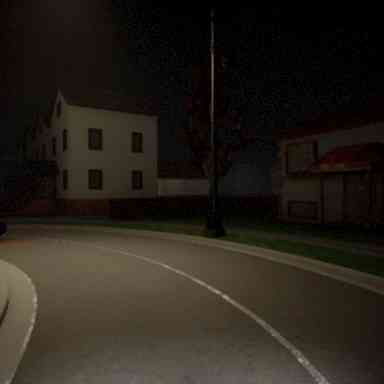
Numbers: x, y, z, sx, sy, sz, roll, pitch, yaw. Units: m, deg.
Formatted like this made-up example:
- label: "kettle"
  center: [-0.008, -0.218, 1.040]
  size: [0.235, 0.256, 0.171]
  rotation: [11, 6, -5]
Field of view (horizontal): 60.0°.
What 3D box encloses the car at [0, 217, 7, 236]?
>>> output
- label: "car"
  center: [-10.958, 1.461, 15.108]
  size: [5.008, 1.535, 1.882]
  rotation: [0, -1, 14]
